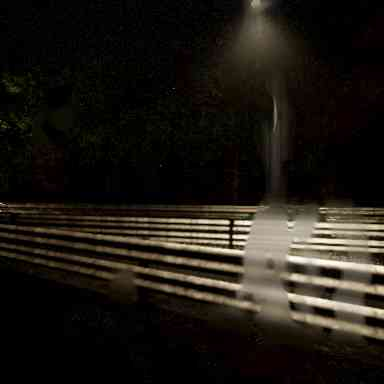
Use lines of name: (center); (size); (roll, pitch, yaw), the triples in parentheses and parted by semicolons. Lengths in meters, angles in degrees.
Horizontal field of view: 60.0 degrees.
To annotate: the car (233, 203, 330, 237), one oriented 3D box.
car: (4.210, 1.415, 16.051); (4.553, 1.767, 2.097); (0, 0, 21)
